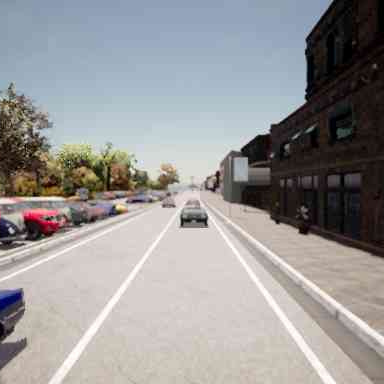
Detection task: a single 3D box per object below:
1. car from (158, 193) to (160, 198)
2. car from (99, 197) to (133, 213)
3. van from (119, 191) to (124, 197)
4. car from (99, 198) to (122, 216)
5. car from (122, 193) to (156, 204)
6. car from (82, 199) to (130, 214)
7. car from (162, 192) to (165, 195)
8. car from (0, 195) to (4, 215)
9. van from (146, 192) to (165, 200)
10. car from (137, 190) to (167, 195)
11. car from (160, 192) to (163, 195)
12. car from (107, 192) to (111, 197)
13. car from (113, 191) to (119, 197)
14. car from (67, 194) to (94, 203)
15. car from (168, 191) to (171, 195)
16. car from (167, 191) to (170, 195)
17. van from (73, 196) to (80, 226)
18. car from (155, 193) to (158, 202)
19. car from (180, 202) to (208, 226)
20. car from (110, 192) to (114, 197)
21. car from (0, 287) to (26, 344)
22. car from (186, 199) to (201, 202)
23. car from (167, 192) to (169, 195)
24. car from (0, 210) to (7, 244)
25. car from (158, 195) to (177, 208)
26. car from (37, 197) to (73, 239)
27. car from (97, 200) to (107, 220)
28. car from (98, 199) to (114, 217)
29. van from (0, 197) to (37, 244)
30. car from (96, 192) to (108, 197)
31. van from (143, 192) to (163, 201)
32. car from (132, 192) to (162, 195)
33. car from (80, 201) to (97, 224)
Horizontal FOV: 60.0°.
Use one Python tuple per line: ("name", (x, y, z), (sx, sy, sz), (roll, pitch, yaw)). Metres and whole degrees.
("car", (-9.280, 1.383, 65.015), (4.674, 1.452, 2.002), (0, 0, 0))
("car", (-9.070, 1.535, 33.386), (5.366, 1.575, 1.946), (0, 0, 0))
("van", (-21.540, 1.005, 90.502), (4.442, 1.987, 1.878), (0, 1, 0))
("car", (-9.298, 1.566, 30.604), (4.792, 1.488, 2.163), (0, 0, 0))
("car", (-9.349, 1.381, 59.363), (4.792, 1.488, 2.163), (0, 0, 0))
("car", (-9.258, 1.579, 36.028), (4.674, 1.452, 2.002), (-1, 0, 1))
("car", (-9.219, 1.330, 73.492), (5.008, 1.535, 2.097), (0, 0, 0))
("car", (-22.364, 1.286, 33.453), (5.566, 2.045, 2.435), (0, 0, 0))
("van", (-9.246, 1.084, 84.675), (4.442, 1.987, 1.878), (0, 0, 0))
("car", (-9.164, 1.075, 76.318), (5.566, 2.045, 2.435), (0, 0, 0))
("car", (-9.230, 1.334, 70.667), (5.008, 1.535, 2.097), (0, 0, 0))
("car", (-21.741, 1.355, 76.244), (4.792, 1.488, 2.163), (0, 0, 0))
("car", (-21.699, 1.065, 81.891), (5.566, 2.045, 2.435), (0, 0, 0))
("car", (-21.825, 1.217, 65.074), (4.553, 1.767, 2.185), (0, 0, 0))
("car", (-9.059, 1.177, 93.292), (5.008, 1.535, 2.097), (0, 1, 0))
("car", (-9.083, 1.271, 90.468), (4.674, 1.452, 2.002), (0, 1, 0))
("van", (-9.207, 1.307, 19.346), (4.442, 1.987, 1.878), (0, 0, 0))
("car", (-9.301, 1.388, 62.190), (4.674, 1.452, 2.002), (0, 0, 0))
("car", (0.132, 1.605, 23.650), (1.895, 1.301, 4.718), (0, 0, 0))
("car", (-21.719, 1.350, 79.068), (4.792, 1.488, 2.163), (0, 0, 0))
("car", (-3.347, 1.603, 2.601), (1.895, 1.301, 4.718), (0, 0, 0))
("car", (0.156, 1.560, 42.161), (1.994, 1.385, 4.181), (0, 0, 0))
("car", (-9.110, 1.320, 87.634), (4.674, 1.452, 2.002), (0, 1, 0))
("car", (-9.357, 1.530, 11.121), (4.892, 1.521, 2.231), (0, 0, 0))
("car", (-3.269, 1.517, 46.959), (1.812, 1.442, 4.674), (0, 0, 0))
("car", (-9.308, 1.280, 16.687), (5.566, 2.045, 2.435), (0, 0, 0))
("car", (-9.267, 1.564, 25.037), (4.792, 1.488, 2.163), (0, 0, 0))
("car", (-9.285, 1.576, 27.820), (4.674, 1.452, 2.002), (0, 0, 0))
("van", (-9.233, 1.304, 13.904), (4.442, 1.987, 1.878), (0, 0, 0))
("car", (-21.798, 1.330, 73.546), (4.892, 1.521, 2.231), (0, 0, 0))
("van", (-9.288, 1.096, 79.144), (4.442, 1.987, 1.878), (0, 0, 0))
("car", (-9.442, 1.336, 67.842), (5.366, 1.575, 1.946), (0, 0, 0))
("car", (-9.303, 1.535, 22.254), (4.892, 1.521, 2.231), (0, 0, 0))
